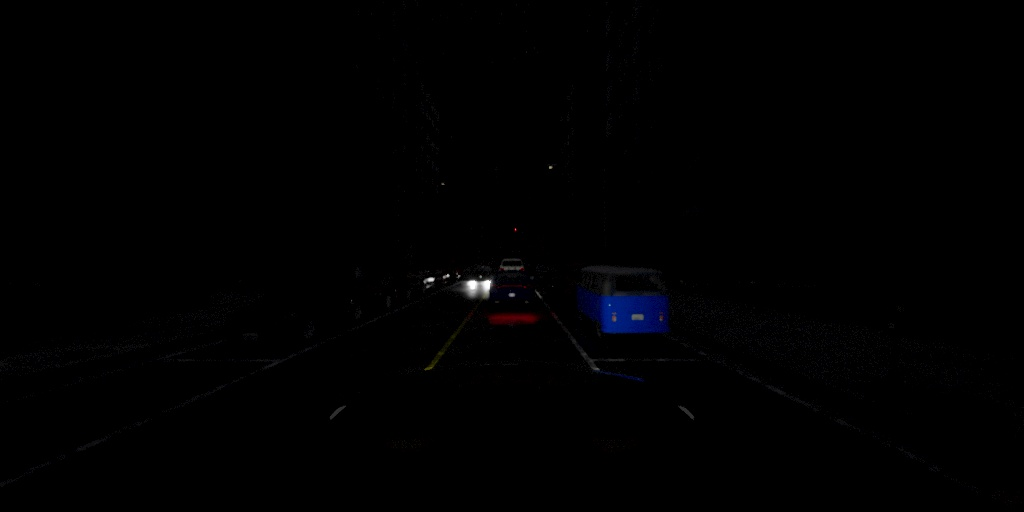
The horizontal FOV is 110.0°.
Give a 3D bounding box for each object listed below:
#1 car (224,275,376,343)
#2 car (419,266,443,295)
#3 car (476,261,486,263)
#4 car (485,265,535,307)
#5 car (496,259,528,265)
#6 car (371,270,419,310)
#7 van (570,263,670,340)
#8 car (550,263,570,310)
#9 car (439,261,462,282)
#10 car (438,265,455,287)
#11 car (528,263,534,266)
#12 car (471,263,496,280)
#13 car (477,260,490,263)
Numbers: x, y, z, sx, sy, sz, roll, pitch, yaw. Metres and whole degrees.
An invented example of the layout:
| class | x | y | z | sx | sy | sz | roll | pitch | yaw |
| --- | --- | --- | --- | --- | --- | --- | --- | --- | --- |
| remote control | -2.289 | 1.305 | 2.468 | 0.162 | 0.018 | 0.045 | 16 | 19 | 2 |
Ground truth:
| class | x | y | z | sx | sy | sz | roll | pitch | yaw |
| --- | --- | --- | --- | --- | --- | --- | --- | --- | --- |
| car | -5.668 | 1.394 | 9.954 | 1.948 | 1.339 | 4.313 | 0 | 0 | 0 |
| car | -5.667 | 1.487 | 21.119 | 2.007 | 1.370 | 4.403 | 0 | 0 | 0 |
| car | -5.663 | 1.919 | 59.282 | 1.802 | 1.307 | 4.207 | 0 | 0 | 0 |
| car | 0.007 | 1.368 | 16.337 | 1.882 | 1.535 | 5.008 | 0 | 0 | 0 |
| car | 0.004 | 1.252 | 30.884 | 2.150 | 2.045 | 5.566 | 0 | 0 | 0 |
| car | -5.667 | 1.427 | 15.537 | 1.888 | 1.381 | 4.507 | 0 | 0 | 0 |
| van | 2.857 | 1.169 | 9.974 | 1.690 | 1.789 | 3.998 | 0 | 0 | 0 |
| car | 2.858 | 1.197 | 15.558 | 2.192 | 1.841 | 5.009 | 0 | 0 | 0 |
| car | -5.666 | 1.364 | 32.284 | 2.192 | 1.841 | 5.009 | 0 | 0 | 0 |
| car | -5.666 | 1.575 | 26.702 | 1.802 | 1.307 | 4.207 | 0 | 0 | 0 |
| car | 2.862 | 1.919 | 59.309 | 1.802 | 1.307 | 4.207 | 0 | 0 | 0 |
| car | -2.998 | 1.693 | 36.478 | 1.895 | 1.301 | 4.718 | 0 | -1 | 0 |
| car | -5.663 | 1.714 | 64.846 | 2.192 | 1.841 | 5.009 | 0 | 0 | 0 |
